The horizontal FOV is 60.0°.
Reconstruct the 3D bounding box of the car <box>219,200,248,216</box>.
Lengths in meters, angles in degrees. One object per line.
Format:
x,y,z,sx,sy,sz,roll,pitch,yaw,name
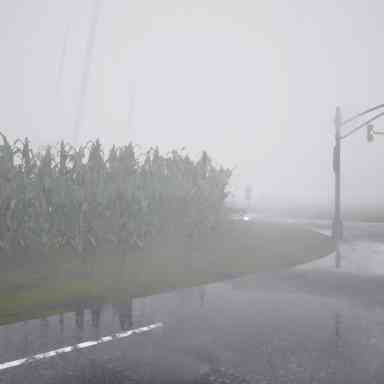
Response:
3.164,1.501,31.949,2.033,1.411,5.357,1,0,-26,car
